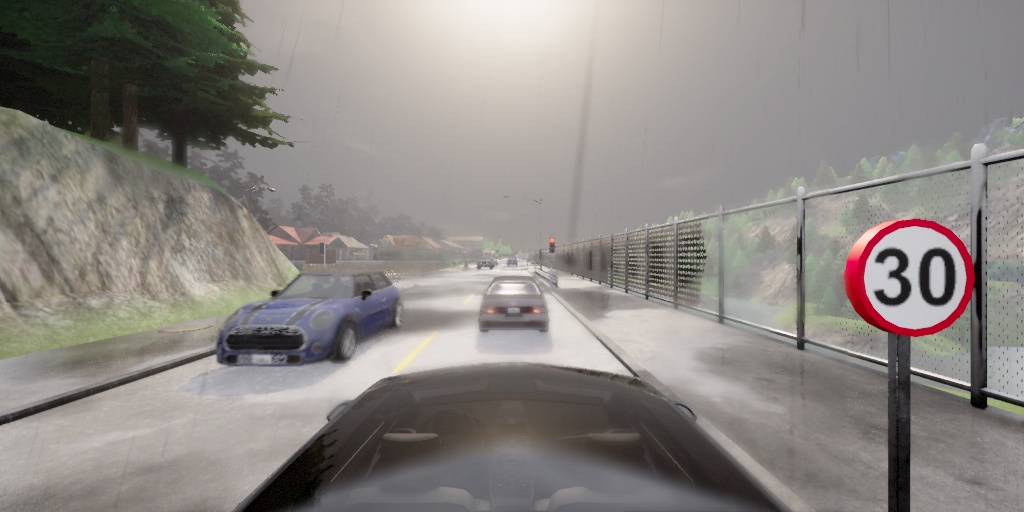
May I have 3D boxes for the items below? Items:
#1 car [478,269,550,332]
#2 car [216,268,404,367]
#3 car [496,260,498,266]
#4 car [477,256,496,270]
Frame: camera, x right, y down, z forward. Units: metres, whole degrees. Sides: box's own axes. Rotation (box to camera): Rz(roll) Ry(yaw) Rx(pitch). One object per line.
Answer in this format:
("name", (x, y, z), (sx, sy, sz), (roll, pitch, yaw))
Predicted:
("car", (0.058, 1.297, 10.757), (2.033, 1.411, 5.357), (0, 0, 0))
("car", (-4.077, 1.102, 8.110), (2.097, 1.767, 4.553), (0, 0, 0))
("car", (-3.986, 1.297, 64.898), (2.033, 1.411, 5.357), (0, 0, 0))
("car", (-4.035, 0.971, 54.656), (2.150, 2.045, 5.566), (0, 0, 0))
